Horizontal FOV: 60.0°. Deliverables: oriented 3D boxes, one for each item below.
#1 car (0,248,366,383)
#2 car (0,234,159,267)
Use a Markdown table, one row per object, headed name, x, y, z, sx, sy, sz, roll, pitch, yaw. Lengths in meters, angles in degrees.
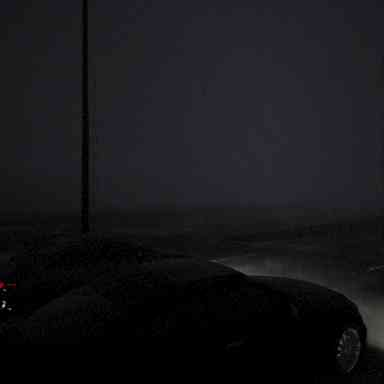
| name | x | y | z | sx | sy | sz | roll | pitch | yaw |
| --- | --- | --- | --- | --- | --- | --- | --- | --- | --- |
| car | 0.093 | 1.524 | 3.811 | 4.674 | 1.442 | 1.812 | 0 | 0 | -35 |
| car | -1.779 | 1.563 | 6.775 | 4.181 | 1.385 | 1.994 | 0 | 0 | -35 |
